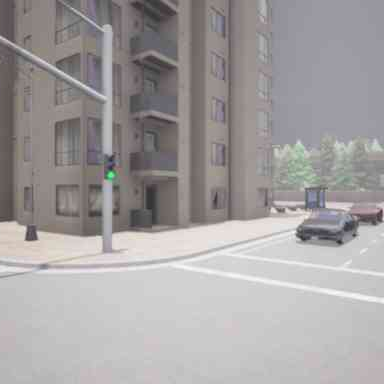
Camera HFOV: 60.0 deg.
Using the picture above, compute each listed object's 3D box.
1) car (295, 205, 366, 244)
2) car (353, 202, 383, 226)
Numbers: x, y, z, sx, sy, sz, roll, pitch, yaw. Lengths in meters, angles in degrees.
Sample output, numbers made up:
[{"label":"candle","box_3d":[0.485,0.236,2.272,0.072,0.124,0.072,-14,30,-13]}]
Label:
[{"label":"car","box_3d":[6.700,1.541,16.097,2.033,1.411,5.357,0,0,36]},{"label":"car","box_3d":[12.487,1.472,24.018,1.882,1.535,5.008,0,0,36]}]
